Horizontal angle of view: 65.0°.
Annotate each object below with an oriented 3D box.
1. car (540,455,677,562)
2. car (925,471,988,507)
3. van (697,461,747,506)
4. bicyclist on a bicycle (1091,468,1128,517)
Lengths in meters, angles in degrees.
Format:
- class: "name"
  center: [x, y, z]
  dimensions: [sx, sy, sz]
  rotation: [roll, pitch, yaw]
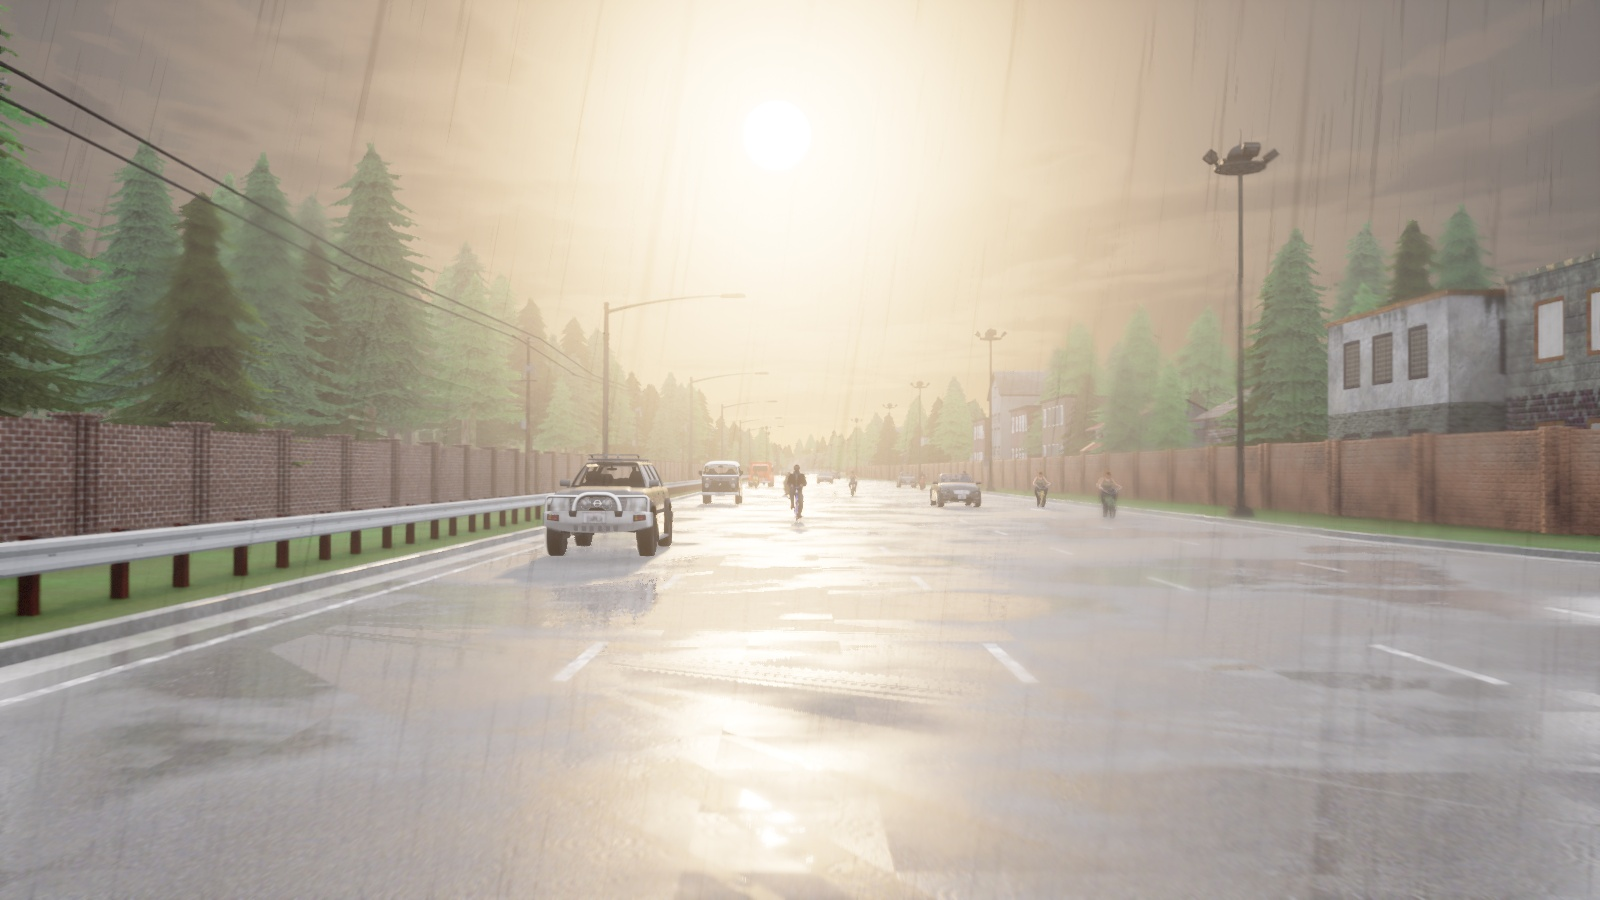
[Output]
- class: "car"
  center: [-3.560, 1.049, 24.113]
  dimensions: [1.932, 1.855, 4.605]
  rotation: [0, -1, 0]
- class: "car"
  center: [6.864, 1.673, 55.562]
  dimensions: [2.128, 1.511, 4.902]
  rotation: [0, -1, 0]
- class: "van"
  center: [-3.647, 1.548, 59.521]
  dimensions: [2.069, 2.038, 4.480]
  rotation: [0, -1, 0]
- class: "bicyclist on a bicycle"
  center: [10.401, 1.415, 42.201]
  dimensions: [0.866, 1.612, 1.509]
  rotation: [0, -1, 0]
